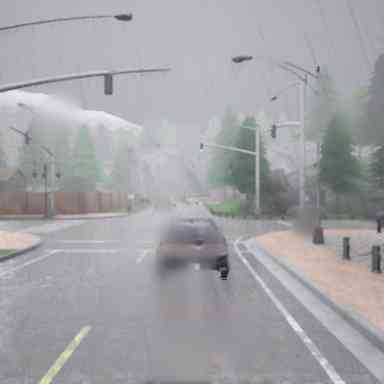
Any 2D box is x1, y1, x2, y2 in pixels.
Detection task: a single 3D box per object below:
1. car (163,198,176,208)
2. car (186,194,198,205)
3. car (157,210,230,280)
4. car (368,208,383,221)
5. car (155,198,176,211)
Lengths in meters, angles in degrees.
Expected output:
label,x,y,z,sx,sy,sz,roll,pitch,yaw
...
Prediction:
label,x,y,z,sx,sy,sz,roll,pitch,yaw
car,-3.583,1.702,53.243,1.812,1.442,4.674,0,0,0
car,0.096,1.438,65.344,2.150,2.045,5.566,0,0,0
car,-0.021,1.525,10.076,2.128,1.511,4.902,0,0,-2
car,16.301,1.606,25.791,4.892,1.490,1.837,0,0,-1
car,-3.594,1.634,43.142,2.128,1.511,4.902,0,0,0
